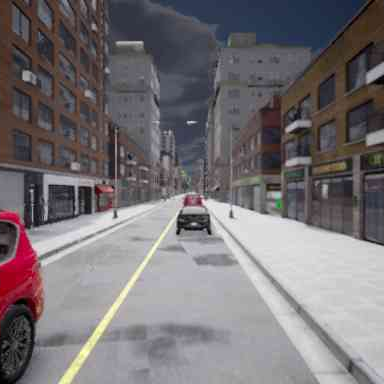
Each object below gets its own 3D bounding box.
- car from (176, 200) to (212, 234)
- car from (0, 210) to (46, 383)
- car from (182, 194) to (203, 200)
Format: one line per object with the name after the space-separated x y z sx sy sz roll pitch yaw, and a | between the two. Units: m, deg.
0.096 1.477 19.413 1.882 1.535 5.008 0 0 0 | car
-3.102 1.222 2.382 2.150 2.045 5.566 0 0 0 | car
0.092 1.226 37.917 2.150 2.045 5.566 0 0 0 | car
